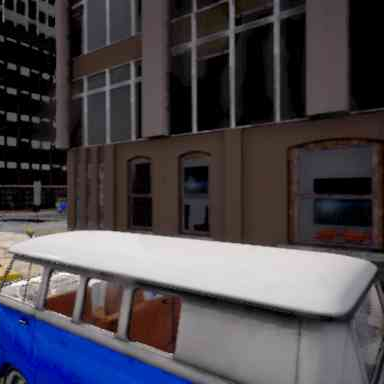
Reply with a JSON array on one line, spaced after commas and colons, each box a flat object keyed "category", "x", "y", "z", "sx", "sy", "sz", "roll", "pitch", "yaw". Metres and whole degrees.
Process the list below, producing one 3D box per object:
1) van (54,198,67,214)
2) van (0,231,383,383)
[{"category": "van", "x": -13.822, "y": 1.575, "z": 38.308, "sx": 1.690, "sy": 1.788, "sz": 3.998, "roll": 0, "pitch": -1, "yaw": 36}, {"category": "van", "x": -0.329, "y": 1.348, "z": 3.105, "sx": 3.998, "sy": 1.788, "sz": 1.690, "roll": 0, "pitch": 0, "yaw": 35}]
